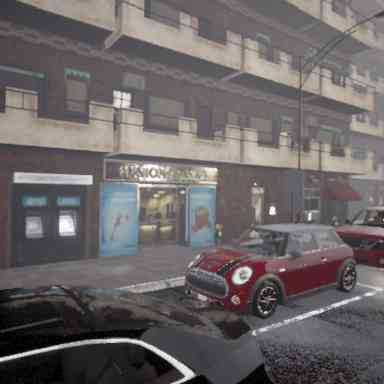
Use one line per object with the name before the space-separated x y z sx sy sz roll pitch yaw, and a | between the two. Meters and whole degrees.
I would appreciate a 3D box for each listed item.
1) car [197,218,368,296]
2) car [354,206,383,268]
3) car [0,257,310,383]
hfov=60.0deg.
car | 1.816 1.478 7.389 4.097 1.590 1.967 0 0 -36
car | 6.323 1.390 10.606 5.009 1.841 2.192 0 0 -36
car | -1.622 1.503 1.917 4.892 1.490 1.837 0 0 -36
